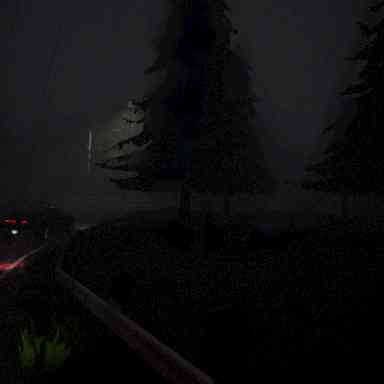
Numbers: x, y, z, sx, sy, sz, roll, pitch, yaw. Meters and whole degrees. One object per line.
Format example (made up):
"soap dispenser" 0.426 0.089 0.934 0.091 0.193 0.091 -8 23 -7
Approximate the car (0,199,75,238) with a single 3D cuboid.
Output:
"car" -7.395 1.408 16.484 1.837 1.490 4.892 4 1 2

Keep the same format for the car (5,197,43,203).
"car" -10.428 1.096 20.550 1.837 1.490 4.892 4 1 6
